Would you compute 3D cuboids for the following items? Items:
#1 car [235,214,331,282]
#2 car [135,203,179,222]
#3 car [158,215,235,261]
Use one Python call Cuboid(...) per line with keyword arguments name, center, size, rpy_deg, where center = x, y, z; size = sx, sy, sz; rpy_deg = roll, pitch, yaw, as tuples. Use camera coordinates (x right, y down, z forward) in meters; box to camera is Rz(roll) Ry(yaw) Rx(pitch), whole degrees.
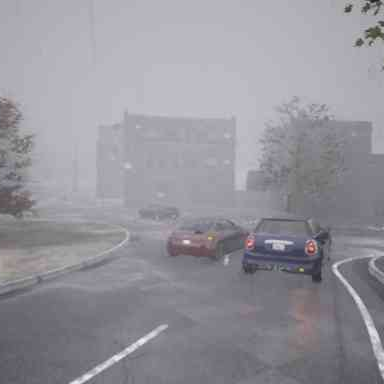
Cuboid(name="car", center=(3.166, 1.468, 10.528), size=(2.097, 1.767, 4.553), rpy_deg=(0, 0, 26))
Cuboid(name="car", center=(-3.110, 1.708, 28.889), size=(1.837, 1.490, 4.892), rpy_deg=(2, -2, -42))
Cuboid(name="car", center=(0.797, 1.677, 12.950), size=(1.994, 1.385, 4.181), rpy_deg=(0, -1, 29))
